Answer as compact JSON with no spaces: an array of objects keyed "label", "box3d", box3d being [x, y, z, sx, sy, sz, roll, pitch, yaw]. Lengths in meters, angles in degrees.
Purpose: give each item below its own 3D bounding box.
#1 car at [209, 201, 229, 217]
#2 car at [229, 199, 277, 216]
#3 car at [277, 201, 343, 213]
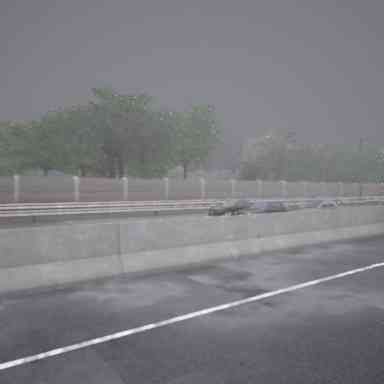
[{"label":"car","box3d":[3.677,1.391,28.112,5.008,1.535,1.882,0,0,-35]},{"label":"car","box3d":[5.656,1.461,25.227,5.357,1.411,2.033,0,0,-35]},{"label":"car","box3d":[8.543,1.401,22.984,4.902,1.511,2.128,0,0,-35]}]
